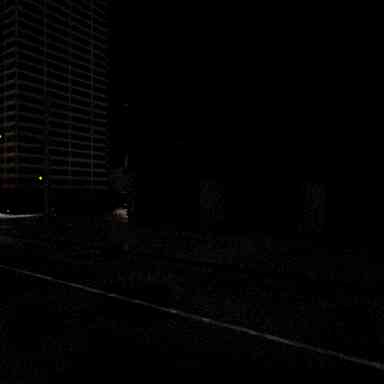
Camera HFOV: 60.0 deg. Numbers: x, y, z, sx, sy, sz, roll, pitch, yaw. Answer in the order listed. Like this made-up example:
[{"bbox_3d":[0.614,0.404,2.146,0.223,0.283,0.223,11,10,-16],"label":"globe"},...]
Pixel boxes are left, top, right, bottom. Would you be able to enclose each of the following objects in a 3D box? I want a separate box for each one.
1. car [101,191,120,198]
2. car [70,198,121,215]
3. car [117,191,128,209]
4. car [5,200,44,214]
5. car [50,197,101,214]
[{"bbox_3d":[-10.946,1.221,44.578,2.150,2.045,5.566,0,0,35],"label":"car"},{"bbox_3d":[-9.750,1.564,33.761,1.994,1.385,4.181,0,0,35],"label":"car"},{"bbox_3d":[-6.798,1.221,44.384,2.150,2.045,5.566,0,0,36],"label":"car"},{"bbox_3d":[-17.074,1.547,35.855,2.033,1.411,5.357,0,0,35],"label":"car"},{"bbox_3d":[-12.762,1.491,35.904,2.128,1.511,4.902,0,0,35],"label":"car"}]
